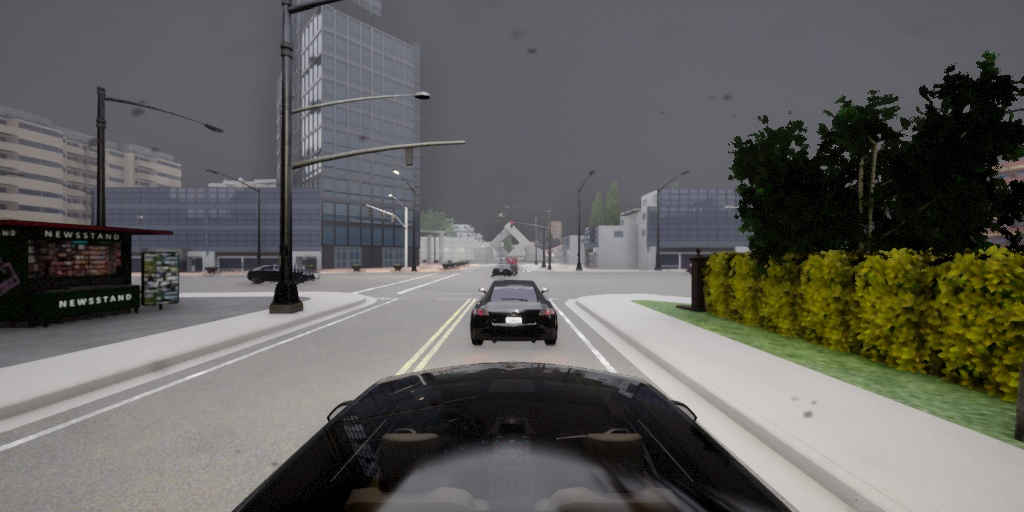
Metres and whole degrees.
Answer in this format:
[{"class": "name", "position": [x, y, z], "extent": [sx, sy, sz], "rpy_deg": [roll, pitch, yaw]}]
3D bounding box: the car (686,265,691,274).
[{"class": "car", "position": [21.205, 1.173, 38.256], "extent": [5.008, 1.535, 1.882], "rpy_deg": [0, 0, -1]}]

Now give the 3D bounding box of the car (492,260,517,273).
[{"class": "car", "position": [-0.699, 1.328, 35.617], "extent": [1.994, 1.385, 4.181], "rpy_deg": [0, 0, 10]}]

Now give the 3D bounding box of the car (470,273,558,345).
[{"class": "car", "position": [0.046, 1.313, 9.512], "extent": [1.994, 1.385, 4.181], "rpy_deg": [0, 0, 0]}]

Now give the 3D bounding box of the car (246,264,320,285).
[{"class": "car", "position": [-17.218, 1.354, 27.092], "extent": [4.902, 1.511, 2.128], "rpy_deg": [-1, 0, -1]}]
